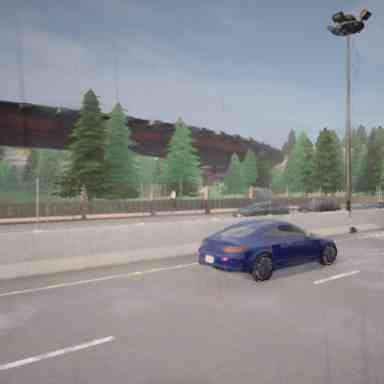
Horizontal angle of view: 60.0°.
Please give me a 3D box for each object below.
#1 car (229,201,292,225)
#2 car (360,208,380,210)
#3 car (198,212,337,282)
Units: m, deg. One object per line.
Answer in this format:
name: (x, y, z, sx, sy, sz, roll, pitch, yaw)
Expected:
car: (5.216, 1.498, 24.978, 4.892, 1.490, 1.837, -1, 0, -36)
car: (14.821, 1.509, 27.537, 5.357, 1.411, 2.033, 0, 0, -35)
car: (2.312, 1.523, 9.741, 4.674, 1.442, 1.812, 0, 0, -36)
